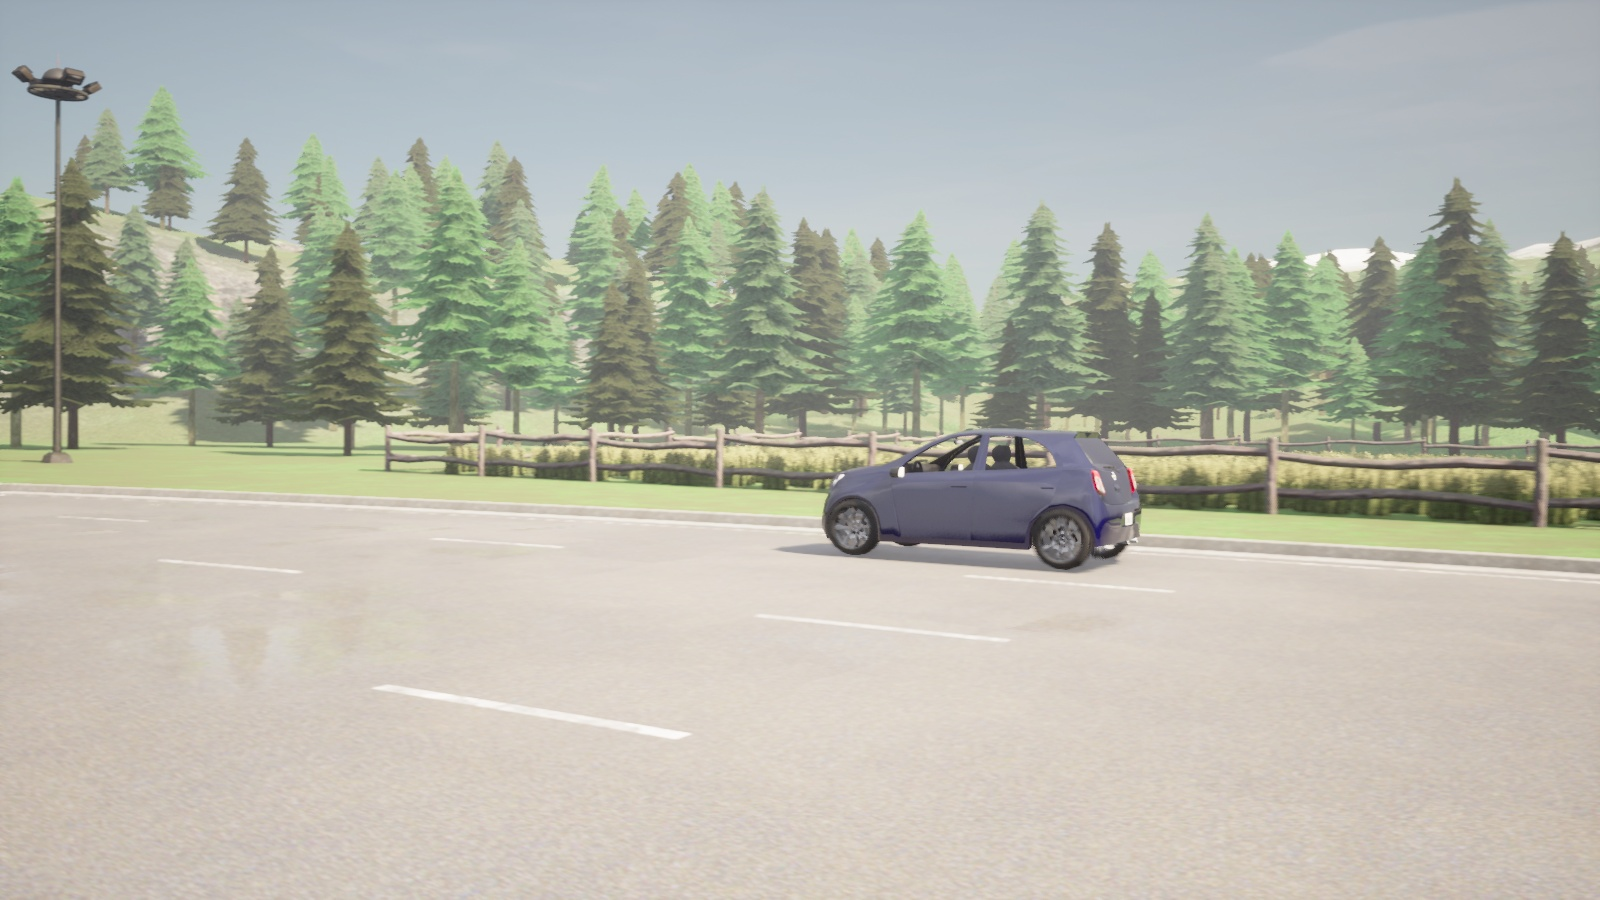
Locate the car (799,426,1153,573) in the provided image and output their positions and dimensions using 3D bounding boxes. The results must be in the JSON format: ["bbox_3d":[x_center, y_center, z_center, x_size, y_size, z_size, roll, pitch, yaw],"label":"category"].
[{"bbox_3d":[2.029,0.489,14.572,3.633,1.501,1.845,0,1,30],"label":"car"}]
